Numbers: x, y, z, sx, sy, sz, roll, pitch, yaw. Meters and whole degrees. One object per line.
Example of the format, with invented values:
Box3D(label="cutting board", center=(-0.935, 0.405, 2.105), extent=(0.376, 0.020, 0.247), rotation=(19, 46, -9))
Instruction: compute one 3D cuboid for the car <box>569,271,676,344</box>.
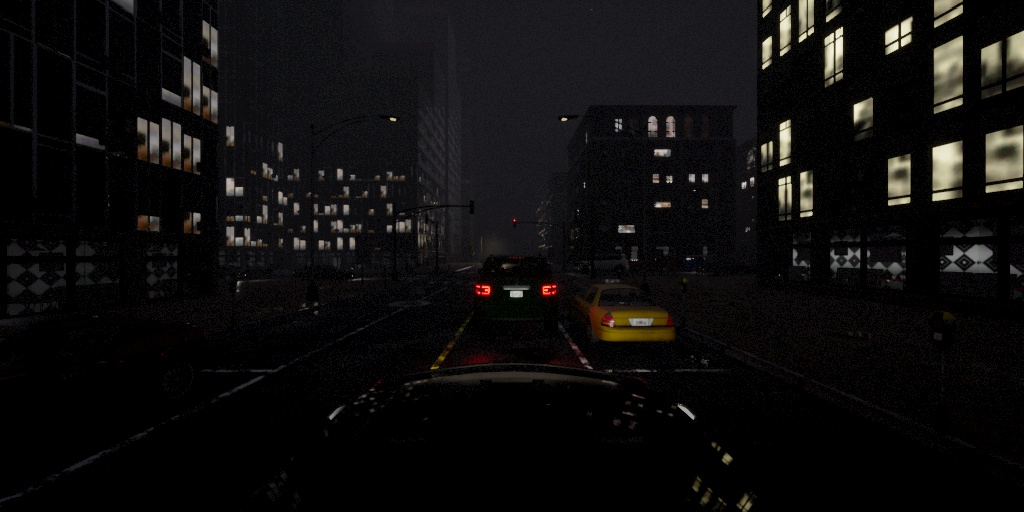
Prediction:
Box3D(label="car", center=(2.561, 1.275, 9.429), extent=(1.751, 1.417, 4.829), rotation=(0, 0, 0))

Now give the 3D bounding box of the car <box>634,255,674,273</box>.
Box3D(label="car", center=(15.304, 0.844, 39.641), extent=(5.009, 1.841, 2.192), rotation=(0, 0, -1))

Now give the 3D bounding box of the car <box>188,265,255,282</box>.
Box3D(label="car", center=(-27.521, 1.602, 33.694), extent=(4.892, 1.490, 1.837), rotation=(-1, 0, -1))

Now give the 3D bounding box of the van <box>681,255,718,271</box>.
Box3D(label="van", center=(20.959, 0.800, 39.703), extent=(3.998, 1.789, 1.690), rotation=(0, 0, -1))

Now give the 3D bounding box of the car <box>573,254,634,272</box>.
Box3D(label="car", center=(9.204, 0.833, 37.108), extent=(5.566, 2.045, 2.150), rotation=(-1, 0, -1))

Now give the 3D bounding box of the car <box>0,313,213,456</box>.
Box3D(label="car", center=(-5.316, 1.332, 3.695), extent=(1.802, 1.307, 4.207), rotation=(0, 0, 0))

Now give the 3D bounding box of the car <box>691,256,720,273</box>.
Box3D(label="car", center=(21.459, 1.022, 37.241), extent=(4.181, 1.385, 1.994), rotation=(-1, 0, 0))

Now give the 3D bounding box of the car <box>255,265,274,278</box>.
Box3D(label="car", center=(-28.422, 1.648, 39.064), extent=(4.403, 1.370, 2.007), rotation=(0, 0, -1))

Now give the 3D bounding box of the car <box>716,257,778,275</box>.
Box3D(label="car", center=(21.071, 1.019, 31.823), extent=(4.507, 1.381, 1.888), rotation=(0, 0, -1))

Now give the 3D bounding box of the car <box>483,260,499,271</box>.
Box3D(label="car", center=(-2.861, 1.299, 50.632), extent=(2.033, 1.411, 5.357), rotation=(0, 0, -1))

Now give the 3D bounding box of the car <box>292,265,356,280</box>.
Box3D(label="car", center=(-17.707, 1.514, 33.824), extent=(5.357, 1.411, 2.033), rotation=(-1, 0, -1))

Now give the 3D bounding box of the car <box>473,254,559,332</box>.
Box3D(label="car", center=(0.094, 0.971, 10.983), extent=(2.150, 2.045, 5.566), rotation=(0, 0, 0))

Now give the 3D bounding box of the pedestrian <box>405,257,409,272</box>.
Box3D(label="pedestrian", center=(-12.371, 1.020, 42.257), extent=(0.375, 1.860, 0.375), rotation=(0, 1, -1))
